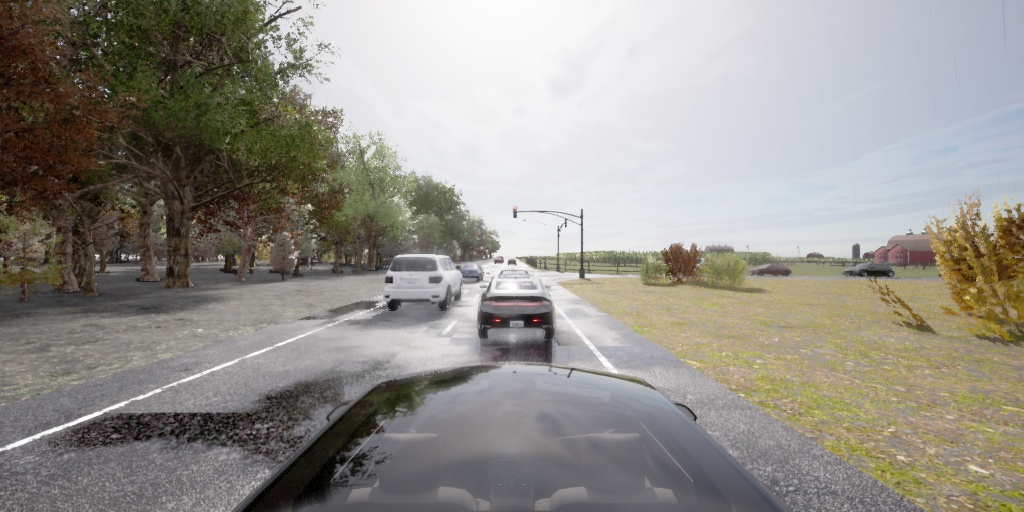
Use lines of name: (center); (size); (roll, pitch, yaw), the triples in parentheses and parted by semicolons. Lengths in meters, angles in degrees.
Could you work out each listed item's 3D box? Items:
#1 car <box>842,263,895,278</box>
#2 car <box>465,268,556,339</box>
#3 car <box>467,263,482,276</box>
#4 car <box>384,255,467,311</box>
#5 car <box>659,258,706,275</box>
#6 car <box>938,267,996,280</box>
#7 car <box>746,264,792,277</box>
car: (41.202, 1.609, 41.535); (4.553, 1.767, 2.097); (1, -1, 0)
car: (0.106, 1.244, 10.102); (2.128, 1.511, 4.902); (0, 0, 0)
car: (-3.385, 1.303, 29.600); (2.033, 1.411, 5.357); (0, 0, 0)
car: (-3.394, 0.974, 14.665); (2.150, 2.045, 5.566); (0, 0, 0)
car: (19.678, 1.244, 41.660); (5.566, 2.045, 2.150); (1, -1, 0)
car: (48.608, 1.825, 37.899); (5.357, 1.411, 2.033); (1, -1, 1)
car: (29.824, 1.659, 41.605); (4.674, 1.442, 1.812); (1, -1, 0)
